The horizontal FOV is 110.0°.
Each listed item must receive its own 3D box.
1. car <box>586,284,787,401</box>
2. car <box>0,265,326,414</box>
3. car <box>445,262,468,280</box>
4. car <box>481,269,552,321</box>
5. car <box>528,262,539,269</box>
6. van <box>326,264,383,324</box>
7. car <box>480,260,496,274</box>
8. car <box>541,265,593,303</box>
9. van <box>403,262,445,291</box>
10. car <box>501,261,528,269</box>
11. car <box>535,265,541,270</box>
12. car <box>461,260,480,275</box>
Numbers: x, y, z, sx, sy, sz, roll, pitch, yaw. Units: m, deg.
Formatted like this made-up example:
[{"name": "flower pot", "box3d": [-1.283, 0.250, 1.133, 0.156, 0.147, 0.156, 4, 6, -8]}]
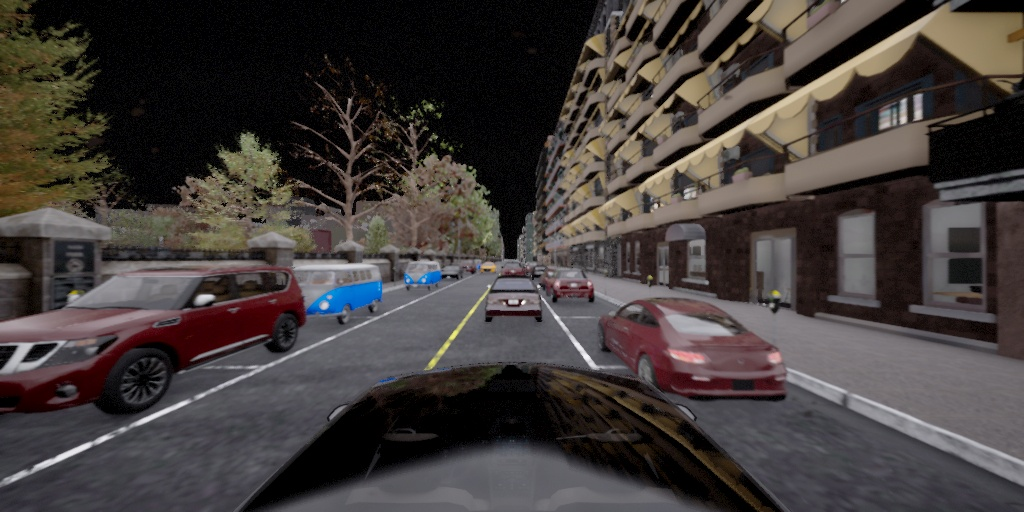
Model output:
[{"name": "car", "box3d": [2.691, 1.363, 6.238, 1.802, 1.307, 4.207, 0, 0, 0]}, {"name": "car", "box3d": [-5.690, 1.096, 6.238, 2.192, 1.841, 5.009, 0, 0, 0]}, {"name": "car", "box3d": [-5.691, 1.541, 34.390, 1.948, 1.339, 4.313, 0, 0, 0]}, {"name": "car", "box3d": [0.064, 1.373, 12.759, 2.033, 1.411, 5.357, 0, 0, 0]}, {"name": "car", "box3d": [2.690, 1.541, 34.390, 1.948, 1.339, 4.313, 0, 0, 0]}, {"name": "van", "box3d": [-5.689, 1.161, 11.869, 1.690, 1.789, 3.998, 0, 0, 0]}, {"name": "car", "box3d": [-3.092, 1.545, 47.079, 1.882, 1.535, 5.008, 0, -1, 0]}, {"name": "car", "box3d": [2.690, 1.298, 17.500, 1.967, 1.591, 4.097, 0, 0, 0]}, {"name": "van", "box3d": [-5.690, 1.238, 23.129, 1.690, 1.789, 3.998, 0, 0, 0]}, {"name": "car", "box3d": [0.082, 1.313, 32.392, 2.097, 1.767, 4.553, 0, 0, 0]}, {"name": "car", "box3d": [2.690, 1.479, 23.130, 1.802, 1.307, 4.207, 0, 0, 0]}, {"name": "car", "box3d": [-5.690, 1.372, 45.649, 2.192, 1.841, 5.009, 0, 0, 0]}]
